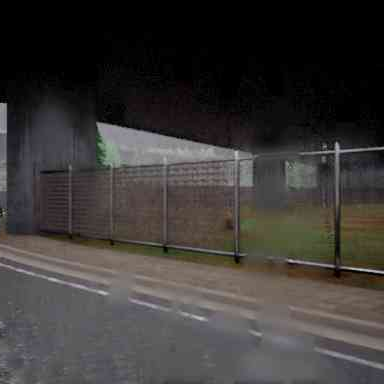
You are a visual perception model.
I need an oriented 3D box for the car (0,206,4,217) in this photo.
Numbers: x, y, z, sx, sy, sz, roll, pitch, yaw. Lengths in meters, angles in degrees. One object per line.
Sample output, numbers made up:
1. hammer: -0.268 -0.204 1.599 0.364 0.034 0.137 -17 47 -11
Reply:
1. car: -18.331 1.400 28.539 2.097 1.767 4.553 0 0 3
